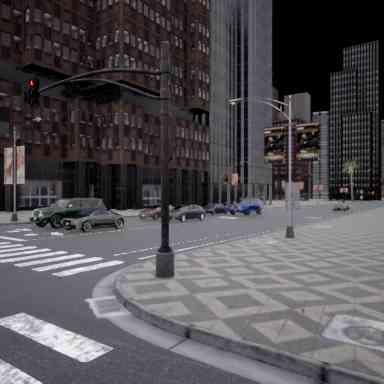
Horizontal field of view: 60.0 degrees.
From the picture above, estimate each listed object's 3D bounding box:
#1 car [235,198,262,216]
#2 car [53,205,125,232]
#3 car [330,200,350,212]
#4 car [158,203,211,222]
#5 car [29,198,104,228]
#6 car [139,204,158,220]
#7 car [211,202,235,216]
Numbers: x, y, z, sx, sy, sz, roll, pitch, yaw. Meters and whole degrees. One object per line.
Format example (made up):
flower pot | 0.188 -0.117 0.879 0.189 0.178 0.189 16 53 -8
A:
car | 6.585 1.784 40.396 2.150 2.045 5.566 0 -1 35
car | -6.475 1.795 21.921 1.994 1.385 4.181 0 -1 35
car | 24.170 2.428 53.704 2.033 1.411 5.357 0 -1 34
car | -0.578 1.884 30.272 1.837 1.490 4.892 0 -1 35
car | -8.798 1.457 24.268 2.150 2.045 5.566 0 -1 35
car | -3.104 1.904 32.349 1.812 1.442 4.674 0 -1 35
car | 2.773 2.074 40.648 2.033 1.411 5.357 0 -1 35
